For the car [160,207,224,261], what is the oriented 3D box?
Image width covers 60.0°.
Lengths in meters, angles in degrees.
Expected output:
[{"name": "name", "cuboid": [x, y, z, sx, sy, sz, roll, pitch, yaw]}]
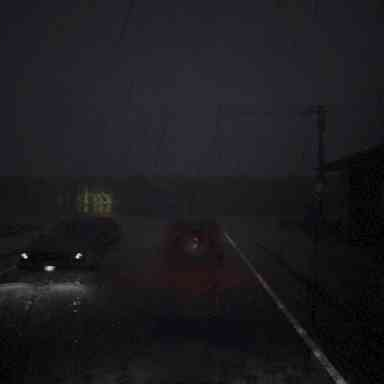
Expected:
[{"name": "car", "cuboid": [0.084, 1.454, 12.165, 1.882, 1.535, 5.008, 0, 0, 1]}]

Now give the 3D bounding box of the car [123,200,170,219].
[{"name": "car", "cuboid": [-3.926, 1.464, 28.297, 4.902, 1.511, 2.128, 0, -1, 38]}]

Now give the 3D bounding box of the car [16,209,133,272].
[{"name": "car", "cuboid": [-3.559, 1.526, 11.002, 2.033, 1.411, 5.357, 0, 0, 0]}]
